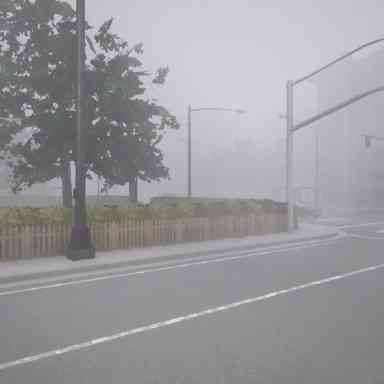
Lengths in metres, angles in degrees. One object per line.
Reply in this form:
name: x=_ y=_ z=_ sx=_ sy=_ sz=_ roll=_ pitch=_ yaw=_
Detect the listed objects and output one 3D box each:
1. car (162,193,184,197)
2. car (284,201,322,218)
car: x=-2.338 y=1.221 z=47.233 sx=2.150 sy=2.045 sz=5.566 roll=0 pitch=0 yaw=-35
car: x=9.433 y=1.526 z=30.220 sx=1.812 sy=1.442 sz=4.674 roll=0 pitch=0 yaw=-35
